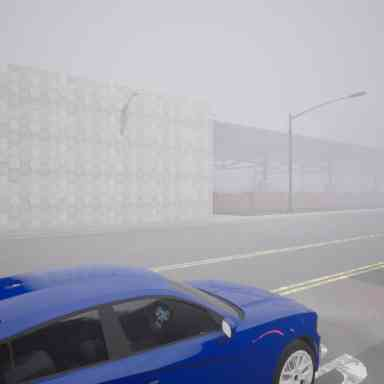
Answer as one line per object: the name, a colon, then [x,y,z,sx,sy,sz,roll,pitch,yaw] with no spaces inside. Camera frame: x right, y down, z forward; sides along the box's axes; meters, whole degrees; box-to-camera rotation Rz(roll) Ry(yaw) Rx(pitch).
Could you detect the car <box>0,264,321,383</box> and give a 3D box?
car: [-0.776,1.478,3.196,5.008,1.535,1.882,0,0,-36]
